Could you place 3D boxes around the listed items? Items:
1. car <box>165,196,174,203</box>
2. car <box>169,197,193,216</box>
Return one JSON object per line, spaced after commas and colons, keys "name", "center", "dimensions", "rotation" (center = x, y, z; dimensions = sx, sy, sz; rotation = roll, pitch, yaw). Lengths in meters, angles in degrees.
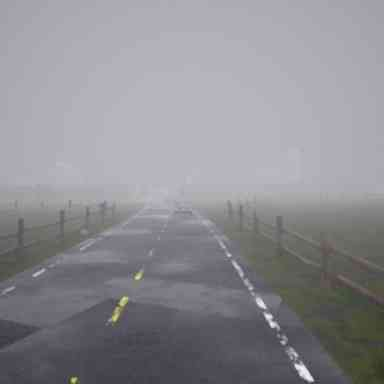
{"name": "car", "center": [-4.068, 1.380, 63.088], "dimensions": [1.994, 1.385, 4.181], "rotation": [0, 0, -5]}
{"name": "car", "center": [-0.889, 1.495, 31.334], "dimensions": [2.033, 1.411, 5.357], "rotation": [0, 0, -3]}
